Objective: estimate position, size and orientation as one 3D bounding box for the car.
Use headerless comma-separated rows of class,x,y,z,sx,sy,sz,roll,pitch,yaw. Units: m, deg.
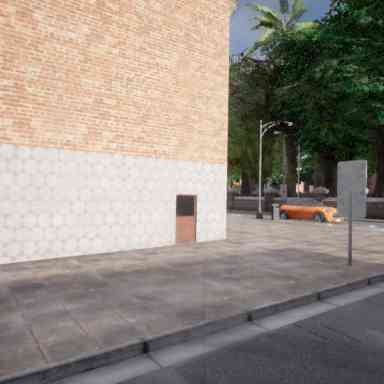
car,8.755,1.344,24.606,2.097,1.767,4.553,2,-1,-35
